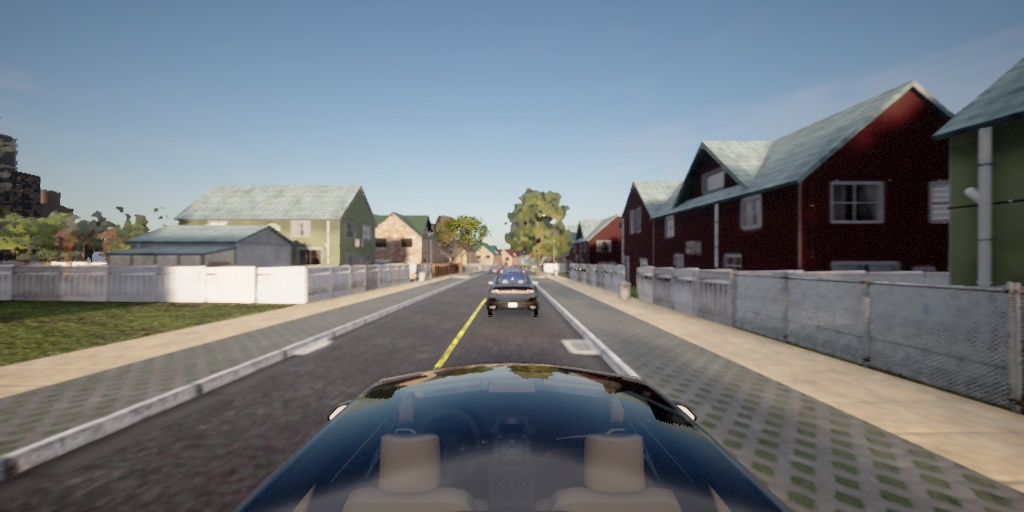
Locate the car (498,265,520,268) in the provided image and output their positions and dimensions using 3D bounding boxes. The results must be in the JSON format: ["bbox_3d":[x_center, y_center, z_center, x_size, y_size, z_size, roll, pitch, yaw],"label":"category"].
[{"bbox_3d":[0.047,1.642,30.326,1.882,1.535,5.008,0,-1,0],"label":"car"}]

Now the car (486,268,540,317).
[{"bbox_3d":[0.043,1.410,14.050,2.128,1.511,4.902,0,-1,0],"label":"car"}]

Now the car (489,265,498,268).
[{"bbox_3d":[-2.816,2.230,59.750,1.812,1.442,4.674,0,-1,0],"label":"car"}]
